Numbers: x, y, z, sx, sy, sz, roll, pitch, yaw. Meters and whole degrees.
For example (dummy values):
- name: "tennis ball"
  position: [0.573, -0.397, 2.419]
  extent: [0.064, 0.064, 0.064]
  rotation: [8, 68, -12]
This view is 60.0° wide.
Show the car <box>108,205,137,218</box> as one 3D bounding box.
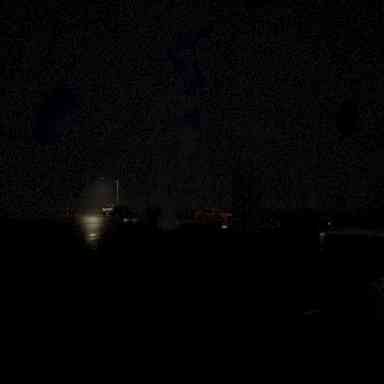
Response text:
- name: "car"
  position: [-10.554, 2.958, 51.452]
  extent: [2.150, 2.045, 5.566]
  rotation: [1, -3, -35]

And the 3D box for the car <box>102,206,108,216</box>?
- name: "car"
  position: [-14.988, 3.443, 62.645]
  extent: [2.150, 2.045, 5.566]
  rotation: [1, -3, -36]

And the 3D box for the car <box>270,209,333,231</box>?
- name: "car"
  position: [8.135, 2.045, 25.050]
  extent: [1.837, 1.490, 4.892]
  rotation: [1, -3, -35]

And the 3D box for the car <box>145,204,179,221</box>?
- name: "car"
  position: [-3.884, 2.524, 41.986]
  extent: [2.150, 2.045, 5.566]
  rotation: [1, -3, -35]

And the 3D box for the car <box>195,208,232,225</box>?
- name: "car"
  position: [2.325, 2.384, 33.251]
  extent: [1.882, 1.535, 5.008]
  rotation: [1, -3, -36]
